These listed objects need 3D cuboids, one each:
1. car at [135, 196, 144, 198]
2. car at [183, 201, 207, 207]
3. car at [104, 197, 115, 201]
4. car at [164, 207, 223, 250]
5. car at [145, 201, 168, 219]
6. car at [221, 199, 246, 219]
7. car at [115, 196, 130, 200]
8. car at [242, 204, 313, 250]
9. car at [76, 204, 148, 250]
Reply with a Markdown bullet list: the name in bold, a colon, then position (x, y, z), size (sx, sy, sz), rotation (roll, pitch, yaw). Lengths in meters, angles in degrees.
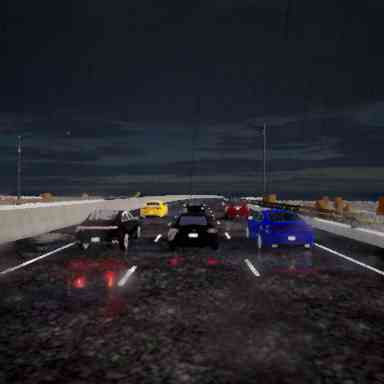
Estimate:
- **car**: position (-12.239, 1.646, 77.823), size (1.812, 1.442, 4.674), rotation (0, 0, 3)
- **car**: position (0.254, 1.519, 29.235), size (2.128, 1.511, 4.902), rotation (0, 0, 1)
- **car**: position (-19.233, 1.718, 78.120), size (1.895, 1.301, 4.718), rotation (0, 0, 3)
- **car**: position (0.063, 1.576, 14.310), size (1.994, 1.385, 4.181), rotation (0, 0, 0)
- **car**: position (-3.245, 1.509, 29.295), size (1.882, 1.535, 5.008), rotation (0, 0, 1)
- **car**: position (3.753, 1.389, 29.145), size (2.097, 1.767, 4.553), rotation (0, 0, 1)
- **car**: position (-15.736, 1.662, 77.986), size (2.033, 1.411, 5.357), rotation (0, 0, 3)
- **car**: position (3.563, 1.489, 14.281), size (1.882, 1.535, 5.008), rotation (0, 0, 0)
- **car**: position (-3.437, 1.499, 14.340), size (2.128, 1.511, 4.902), rotation (0, 0, 0)
